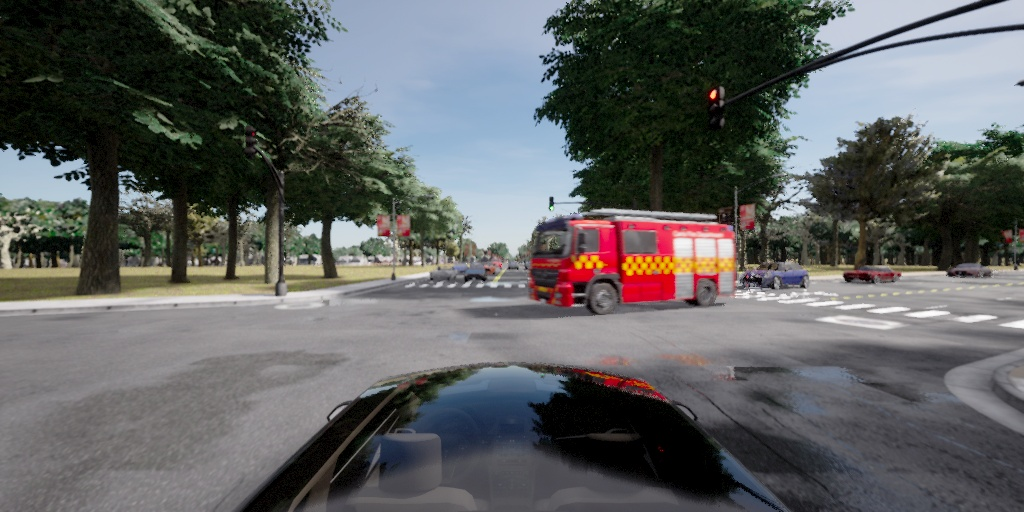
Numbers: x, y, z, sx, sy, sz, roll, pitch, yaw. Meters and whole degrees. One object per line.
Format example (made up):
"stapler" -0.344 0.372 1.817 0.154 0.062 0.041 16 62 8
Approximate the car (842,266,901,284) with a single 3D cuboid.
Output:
"car" 28.271 1.461 28.202 4.718 1.301 1.895 0 0 -24

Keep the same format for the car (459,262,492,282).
"car" -3.213 1.549 32.705 2.033 1.411 5.357 0 0 0

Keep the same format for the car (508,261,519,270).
"car" 0.220 1.846 64.695 1.994 1.385 4.181 0 -1 0

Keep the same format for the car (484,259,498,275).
"car" -3.178 1.458 44.877 2.097 1.767 4.553 0 -1 0

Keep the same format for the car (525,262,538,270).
"car" 3.470 1.847 64.718 1.994 1.385 4.181 0 -1 0

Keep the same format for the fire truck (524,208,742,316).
"fire truck" 5.025 0.177 14.706 8.468 3.827 2.891 0 0 -23

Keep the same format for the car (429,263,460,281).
"car" -6.470 1.612 34.002 1.895 1.301 4.718 0 0 0

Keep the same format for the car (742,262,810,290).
"car" 17.119 1.201 23.443 4.553 1.767 2.097 0 0 -23

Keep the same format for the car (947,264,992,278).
"car" 45.079 1.446 35.328 4.181 1.385 1.994 0 0 -23
